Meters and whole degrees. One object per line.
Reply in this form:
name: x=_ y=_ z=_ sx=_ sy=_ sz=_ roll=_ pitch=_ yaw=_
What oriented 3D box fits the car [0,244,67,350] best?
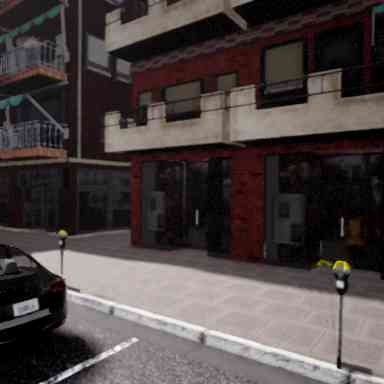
car: x=-3.897 y=1.576 z=5.652 sx=4.313 sy=1.339 sz=1.947 roll=0 pitch=1 yaw=36
